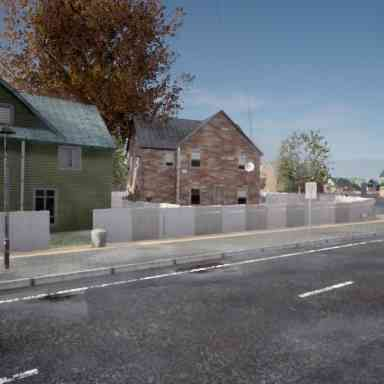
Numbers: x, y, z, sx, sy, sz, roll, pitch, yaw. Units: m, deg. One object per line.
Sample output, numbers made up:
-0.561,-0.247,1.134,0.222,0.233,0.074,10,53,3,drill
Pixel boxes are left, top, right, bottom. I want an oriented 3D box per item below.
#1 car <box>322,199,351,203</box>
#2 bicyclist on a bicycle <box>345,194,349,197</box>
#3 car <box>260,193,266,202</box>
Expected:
16.224,1.186,36.957,1.837,1.490,4.892,1,1,-20,car
20.170,1.035,43.373,1.656,1.620,0.582,1,0,-20,bicyclist on a bicycle
10.507,0.895,53.062,1.882,1.535,5.008,1,0,-19,car
